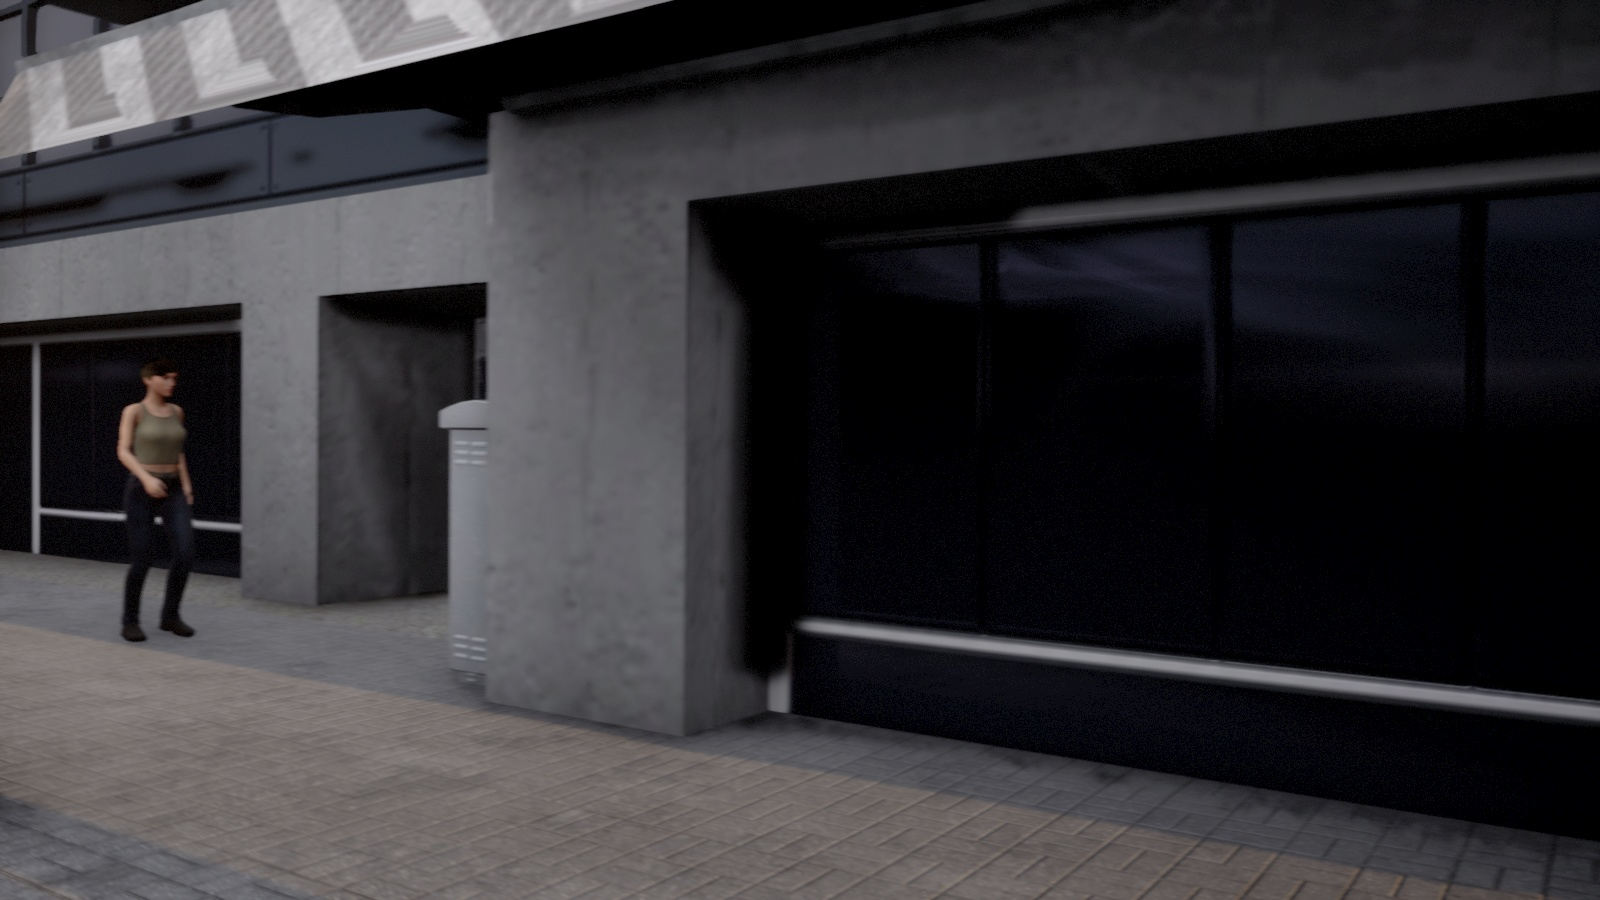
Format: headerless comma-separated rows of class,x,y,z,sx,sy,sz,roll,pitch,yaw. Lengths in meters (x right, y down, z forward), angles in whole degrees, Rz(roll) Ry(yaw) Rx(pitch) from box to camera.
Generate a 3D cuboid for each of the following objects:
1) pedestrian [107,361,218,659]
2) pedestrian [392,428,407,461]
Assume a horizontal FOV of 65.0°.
pedestrian,-4.074,0.369,8.027,0.594,1.836,0.345,0,1,32
pedestrian,-22.316,-0.311,69.956,0.376,1.854,0.720,0,1,33
